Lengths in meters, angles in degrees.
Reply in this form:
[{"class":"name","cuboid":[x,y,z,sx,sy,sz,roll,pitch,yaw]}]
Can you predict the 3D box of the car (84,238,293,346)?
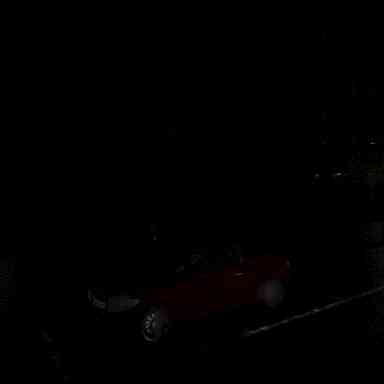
[{"class":"car","cuboid":[0.153,1.582,6.287,4.206,1.307,1.802,0,0,-35]}]
